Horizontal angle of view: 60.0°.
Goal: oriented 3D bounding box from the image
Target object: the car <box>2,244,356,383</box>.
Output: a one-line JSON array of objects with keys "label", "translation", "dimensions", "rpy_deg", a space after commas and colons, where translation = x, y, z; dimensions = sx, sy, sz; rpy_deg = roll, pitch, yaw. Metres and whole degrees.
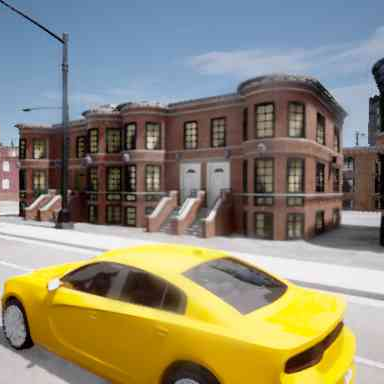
[{"label": "car", "translation": [-0.610, 1.452, 4.433], "dimensions": [5.008, 1.535, 1.882], "rpy_deg": [1, 0, 35]}]
